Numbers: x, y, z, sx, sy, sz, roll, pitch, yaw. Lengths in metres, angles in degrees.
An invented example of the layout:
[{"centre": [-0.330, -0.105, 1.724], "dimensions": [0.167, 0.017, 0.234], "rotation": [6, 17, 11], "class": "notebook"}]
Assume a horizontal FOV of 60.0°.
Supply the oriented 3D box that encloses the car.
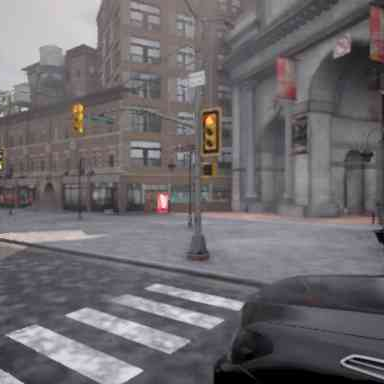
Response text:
[{"centre": [2.830, 1.221, 1.969], "dimensions": [5.566, 2.045, 2.150], "rotation": [0, 0, 36], "class": "car"}]
